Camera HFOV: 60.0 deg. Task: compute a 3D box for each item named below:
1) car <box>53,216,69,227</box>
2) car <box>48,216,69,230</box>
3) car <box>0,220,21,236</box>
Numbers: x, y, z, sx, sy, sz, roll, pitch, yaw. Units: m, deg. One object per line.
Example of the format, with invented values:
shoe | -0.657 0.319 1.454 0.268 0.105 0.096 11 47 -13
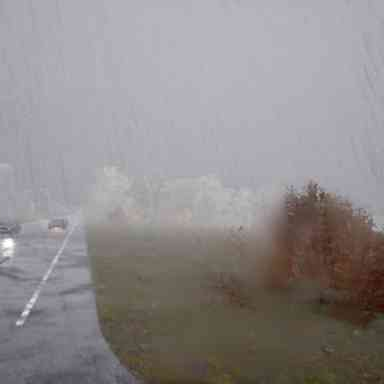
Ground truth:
car | -19.548 4.389 49.785 1.882 1.535 5.008 3 -4 -18
car | -16.671 3.893 41.227 2.128 1.511 4.902 3 -4 -18
car | -16.684 3.226 29.717 1.895 1.301 4.718 3 -4 -18
